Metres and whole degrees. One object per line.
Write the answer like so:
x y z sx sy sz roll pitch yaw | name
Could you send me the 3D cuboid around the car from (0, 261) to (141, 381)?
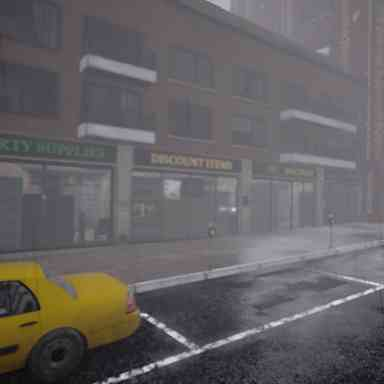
-3.020 1.525 3.919 4.829 1.417 1.752 0 2 -35 | car
